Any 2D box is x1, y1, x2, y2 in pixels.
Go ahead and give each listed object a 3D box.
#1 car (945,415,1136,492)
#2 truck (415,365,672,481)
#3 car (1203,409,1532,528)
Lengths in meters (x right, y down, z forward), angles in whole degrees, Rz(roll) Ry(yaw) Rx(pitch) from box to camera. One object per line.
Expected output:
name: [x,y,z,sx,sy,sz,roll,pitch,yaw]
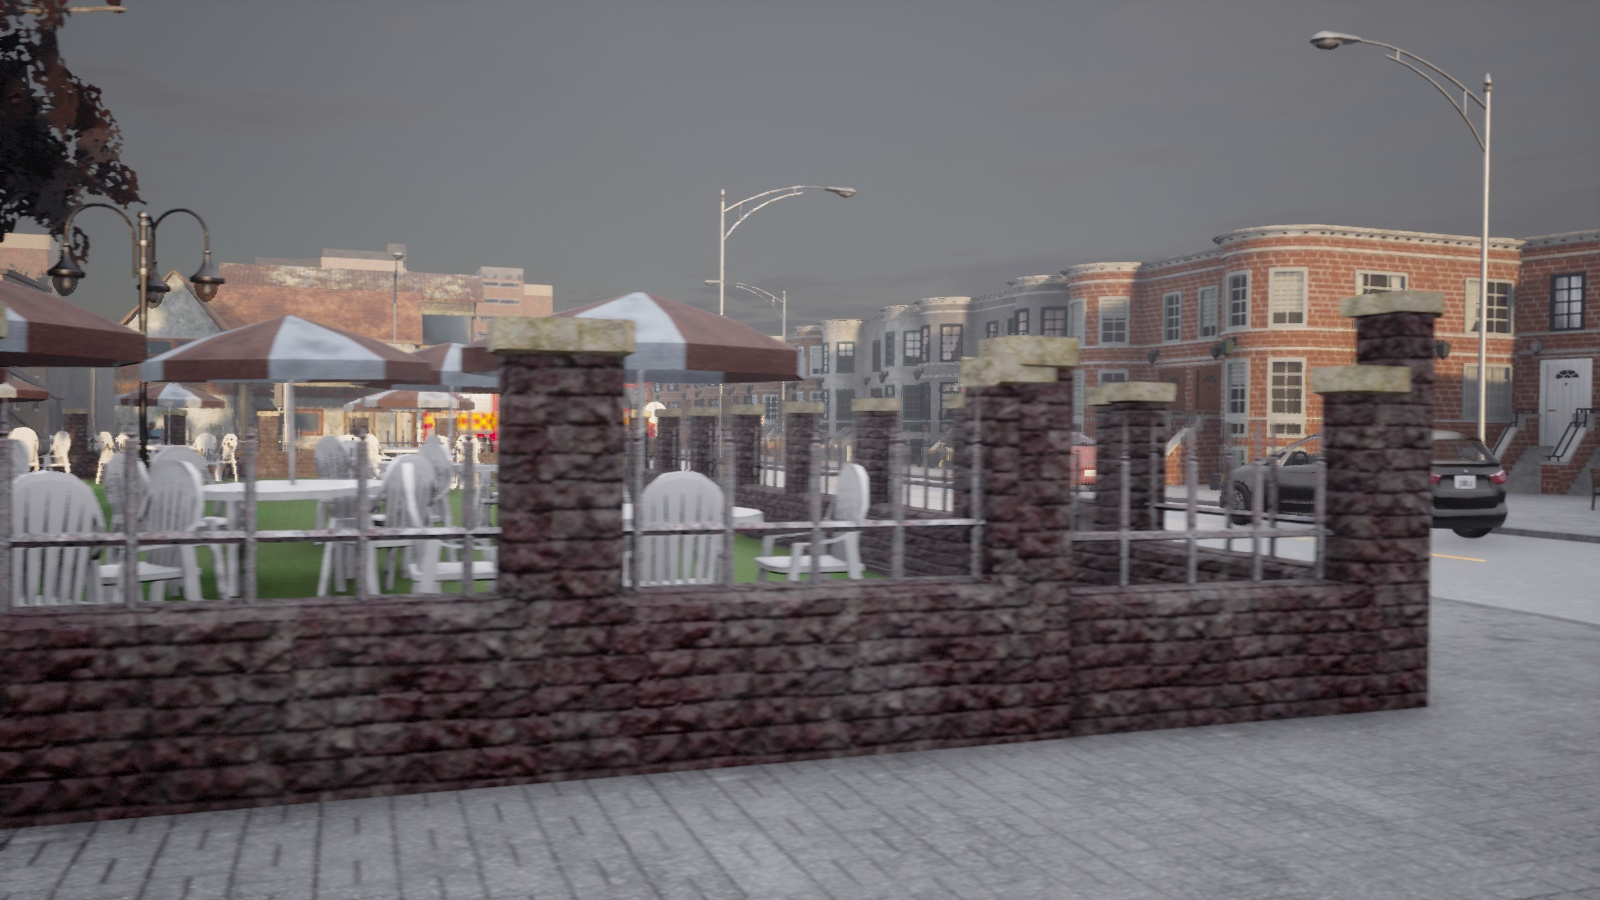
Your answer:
car: [5.524,0.039,29.611,2.152,1.651,5.027,-1,1,-20]
truck: [-9.082,-0.989,44.695,8.468,3.827,2.891,-1,1,-26]
car: [8.922,0.219,20.253,2.242,1.667,4.611,-1,1,-20]
